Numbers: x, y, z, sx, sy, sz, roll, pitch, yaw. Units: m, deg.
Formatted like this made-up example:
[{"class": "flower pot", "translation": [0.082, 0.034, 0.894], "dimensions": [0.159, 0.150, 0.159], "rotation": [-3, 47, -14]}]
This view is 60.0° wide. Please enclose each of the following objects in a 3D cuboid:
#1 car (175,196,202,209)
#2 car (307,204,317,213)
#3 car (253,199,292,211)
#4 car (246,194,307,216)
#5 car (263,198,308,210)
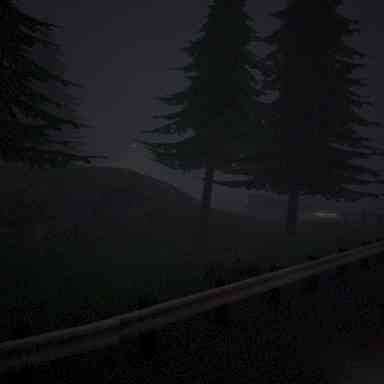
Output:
[{"class": "car", "translation": [0.055, 1.504, 52.026], "dimensions": [4.181, 1.385, 1.994], "rotation": [0, 0, 36]}, {"class": "car", "translation": [11.044, 1.565, 35.484], "dimensions": [4.181, 1.385, 1.994], "rotation": [0, 0, 36]}, {"class": "car", "translation": [9.869, 1.564, 40.638], "dimensions": [4.181, 1.385, 1.994], "rotation": [0, 0, 36]}, {"class": "car", "translation": [8.096, 1.225, 33.291], "dimensions": [5.566, 2.045, 2.150], "rotation": [0, 0, 36]}, {"class": "car", "translation": [12.132, 1.547, 43.319], "dimensions": [5.357, 1.411, 2.033], "rotation": [0, 0, 36]}]
